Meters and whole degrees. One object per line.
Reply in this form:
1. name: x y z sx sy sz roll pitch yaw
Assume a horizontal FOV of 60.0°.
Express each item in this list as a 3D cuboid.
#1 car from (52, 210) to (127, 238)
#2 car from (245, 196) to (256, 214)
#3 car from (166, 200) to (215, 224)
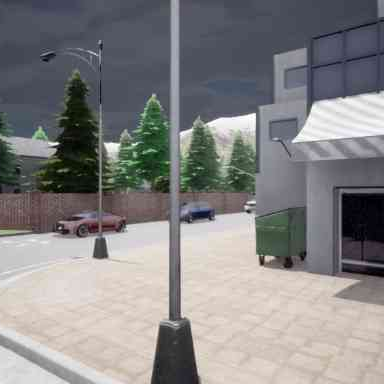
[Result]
1. car: -5.827 1.740 19.270 1.994 1.385 4.181 0 0 37
2. car: 8.094 1.399 38.035 2.150 2.045 5.566 0 0 37
3. car: -0.040 1.528 27.085 2.097 1.767 4.553 0 0 37
